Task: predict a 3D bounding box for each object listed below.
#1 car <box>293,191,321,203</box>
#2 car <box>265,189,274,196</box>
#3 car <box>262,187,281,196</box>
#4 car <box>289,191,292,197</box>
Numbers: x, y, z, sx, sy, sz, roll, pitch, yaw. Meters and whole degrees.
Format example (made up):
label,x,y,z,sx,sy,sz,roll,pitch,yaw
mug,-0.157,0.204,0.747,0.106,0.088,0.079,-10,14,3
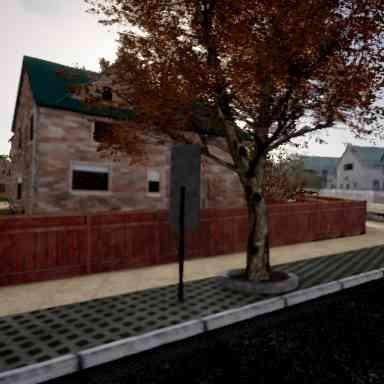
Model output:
label,x,y,z,sx,sy,sz,roll,pitch,yaw
car,13.385,0.646,37.607,1.837,1.490,4.892,1,2,-3
car,12.322,0.076,57.215,1.812,1.442,4.674,1,2,-3
car,14.771,-0.055,62.390,2.128,1.511,4.902,1,2,-3
car,15.397,0.347,52.584,1.895,1.301,4.718,1,2,-3
